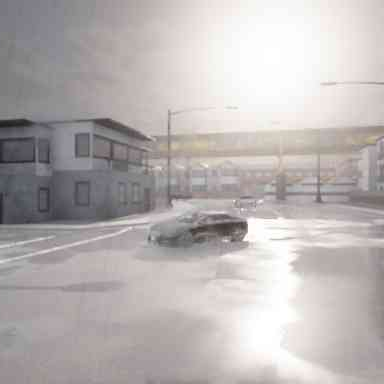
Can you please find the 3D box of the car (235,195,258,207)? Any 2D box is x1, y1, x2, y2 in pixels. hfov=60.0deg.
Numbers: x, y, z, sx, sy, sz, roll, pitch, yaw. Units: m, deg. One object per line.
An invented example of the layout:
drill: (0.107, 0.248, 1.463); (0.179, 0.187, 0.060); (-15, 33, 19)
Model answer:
car: (6.239, 1.063, 38.676); (1.812, 1.442, 4.674); (1, 1, -4)

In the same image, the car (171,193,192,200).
car: (-1.969, 0.847, 61.711); (1.895, 1.301, 4.718); (0, 0, -35)

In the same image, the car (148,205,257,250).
car: (0.417, 1.566, 14.699); (4.902, 1.511, 2.128); (0, 2, -38)
